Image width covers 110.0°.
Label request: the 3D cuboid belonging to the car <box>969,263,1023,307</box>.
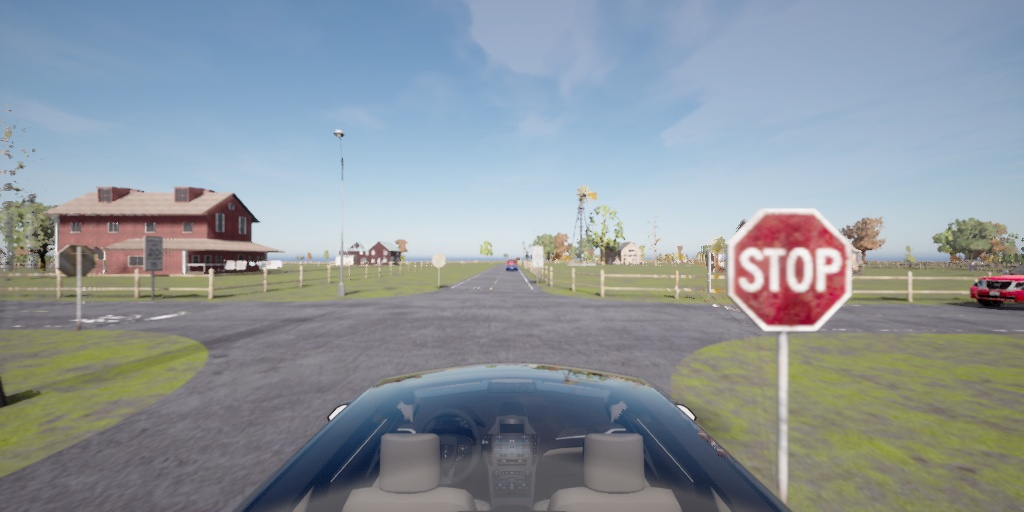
[{"bbox_3d":[22.190,1.166,14.420,5.566,2.045,2.150,0,0,0],"label":"car"}]

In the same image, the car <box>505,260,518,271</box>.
[{"bbox_3d":[-0.007,1.813,59.139,1.994,1.385,4.181,0,0,0],"label":"car"}]
